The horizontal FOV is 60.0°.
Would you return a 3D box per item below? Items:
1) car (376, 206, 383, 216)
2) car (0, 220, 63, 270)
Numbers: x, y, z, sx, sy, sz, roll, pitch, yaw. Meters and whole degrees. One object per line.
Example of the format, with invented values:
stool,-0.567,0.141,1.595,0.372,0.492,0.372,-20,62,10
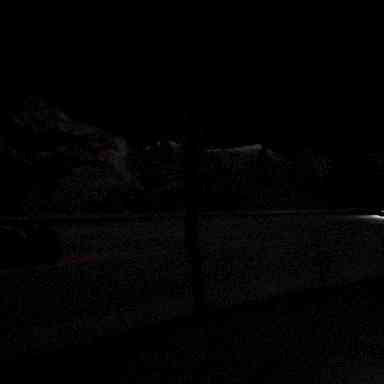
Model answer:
car,21.475,1.829,34.939,4.181,1.385,1.994,1,0,-21
car,-5.836,1.470,8.306,4.902,1.511,2.128,1,0,-35
